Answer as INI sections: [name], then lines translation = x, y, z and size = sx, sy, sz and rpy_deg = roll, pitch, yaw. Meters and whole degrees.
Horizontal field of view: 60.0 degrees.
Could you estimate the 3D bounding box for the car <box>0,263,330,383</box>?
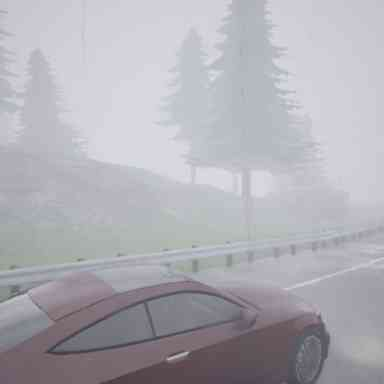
[car]
translation = -0.423, 1.545, 3.620
size = 4.674, 1.442, 1.812
rpy_deg = 1, 0, -37
